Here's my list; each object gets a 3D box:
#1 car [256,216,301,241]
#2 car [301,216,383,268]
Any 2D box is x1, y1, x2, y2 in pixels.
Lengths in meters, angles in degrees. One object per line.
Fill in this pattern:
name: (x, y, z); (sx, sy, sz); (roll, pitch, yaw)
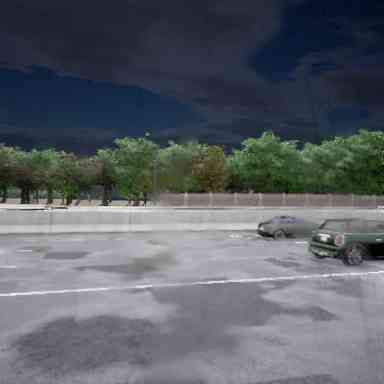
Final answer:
car: (6.019, 2.135, 20.058); (4.181, 1.385, 1.994); (1, -1, -16)
car: (6.992, 1.809, 13.066); (4.553, 1.767, 2.097); (1, -1, -16)
